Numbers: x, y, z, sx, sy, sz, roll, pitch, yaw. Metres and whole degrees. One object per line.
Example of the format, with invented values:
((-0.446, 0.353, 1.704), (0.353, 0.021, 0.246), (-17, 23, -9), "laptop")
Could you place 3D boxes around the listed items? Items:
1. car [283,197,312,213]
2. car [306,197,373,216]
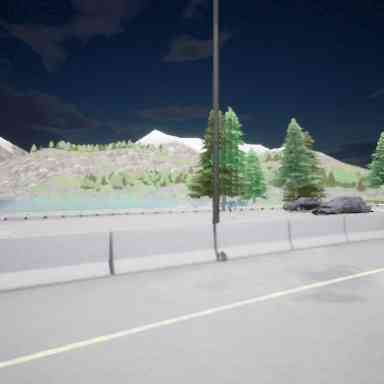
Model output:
((11.653, 1.320, 34.446), (4.892, 1.490, 1.837), (0, 0, -24), "car")
((12.259, 1.396, 27.045), (5.357, 1.411, 2.033), (0, 0, -26), "car")
